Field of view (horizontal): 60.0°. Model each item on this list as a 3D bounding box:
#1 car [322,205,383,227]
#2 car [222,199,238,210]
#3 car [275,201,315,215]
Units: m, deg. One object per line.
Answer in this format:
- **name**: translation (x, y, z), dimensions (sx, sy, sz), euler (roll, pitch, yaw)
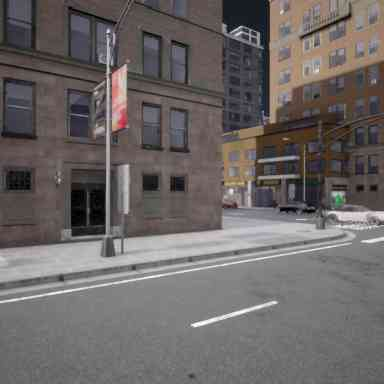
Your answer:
- **car**: translation (11.637, 1.594, 23.292), dimensions (1.895, 1.301, 4.718), euler (0, 0, -35)
- **car**: translation (4.182, 1.591, 43.311), dimensions (1.802, 1.307, 4.206), euler (0, 0, -35)
- **car**: translation (10.549, 1.577, 34.312), dimensions (1.947, 1.339, 4.313), euler (0, 0, -35)
